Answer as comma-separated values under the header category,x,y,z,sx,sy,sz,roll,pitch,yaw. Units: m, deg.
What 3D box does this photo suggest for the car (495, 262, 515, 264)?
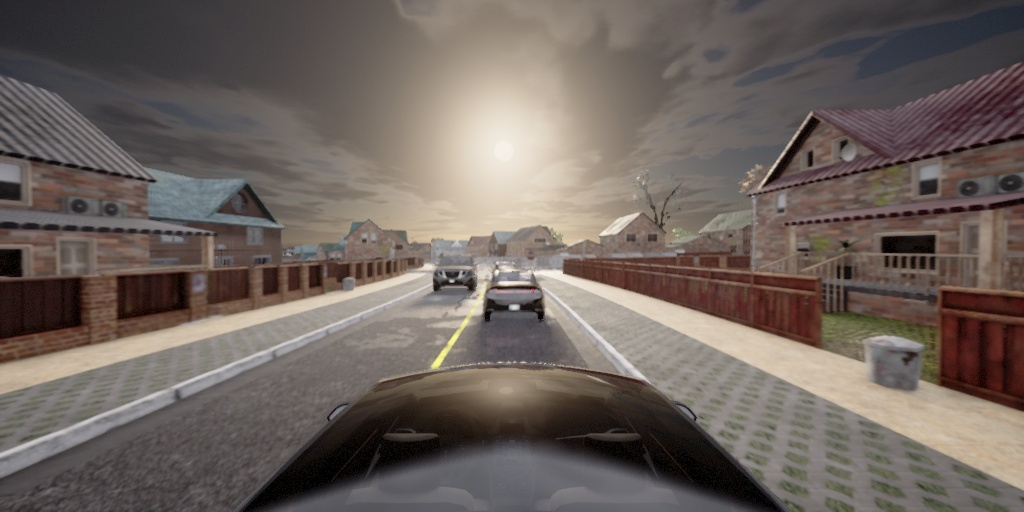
category,x,y,z,sx,sy,sz,roll,pitch,yaw
car,-0.527,1.136,25.456,2.128,1.511,4.902,0,0,-4

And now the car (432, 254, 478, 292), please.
category,x,y,z,sx,sy,sz,roll,pitch,yaw
car,-3.138,0.886,20.774,2.150,2.045,5.566,0,0,-3

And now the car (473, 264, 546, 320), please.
category,x,y,z,sx,sy,sz,roll,pitch,yaw
car,0.038,1.191,12.254,2.128,1.511,4.902,0,0,-1
